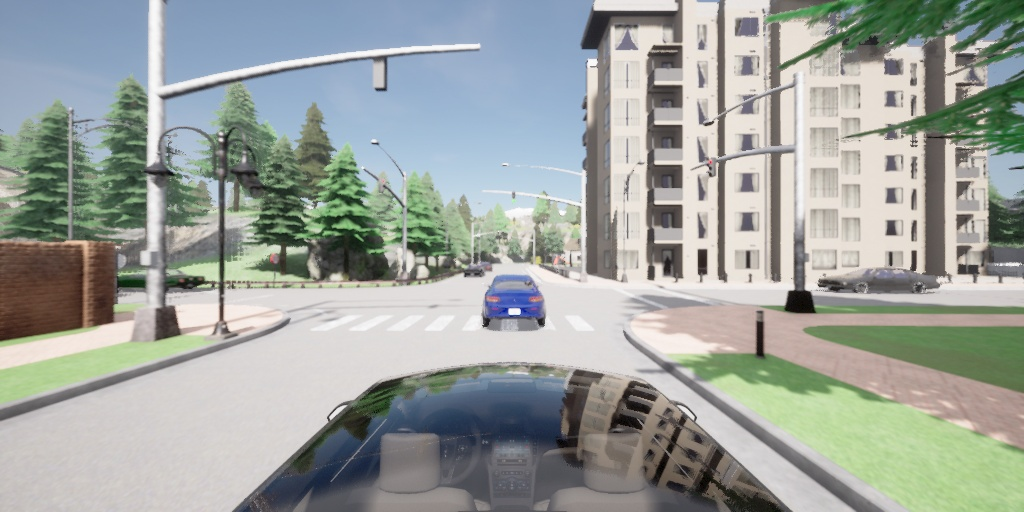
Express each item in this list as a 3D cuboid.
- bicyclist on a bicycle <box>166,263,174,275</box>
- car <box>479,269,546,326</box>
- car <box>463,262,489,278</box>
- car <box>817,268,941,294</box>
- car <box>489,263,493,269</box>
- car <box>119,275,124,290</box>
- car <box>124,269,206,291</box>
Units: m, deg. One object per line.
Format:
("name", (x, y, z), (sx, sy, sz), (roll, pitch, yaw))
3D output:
("bicyclist on a bicycle", (-23.580, 0.953, 24.079), (0.582, 1.620, 1.656), (4, 19, 0))
("car", (0.037, 1.304, 11.714), (1.812, 1.442, 4.674), (0, 0, -1))
("car", (-3.763, 1.461, 36.383), (1.895, 1.301, 4.718), (0, 0, 1))
("car", (20.327, 1.353, 19.970), (5.357, 1.411, 2.033), (0, 0, 1))
("car", (-3.656, 1.453, 48.624), (1.994, 1.385, 4.181), (0, 0, 0))
("car", (-22.479, 1.023, 17.167), (5.566, 2.045, 2.150), (0, 0, 4))
("car", (-20.878, 1.410, 20.829), (4.718, 1.301, 1.895), (0, 0, 1))
